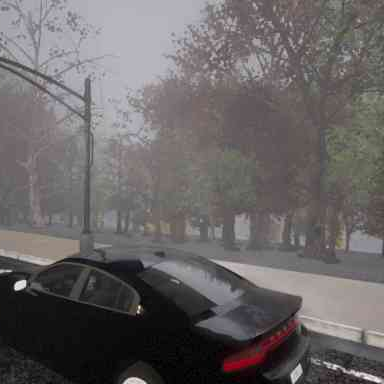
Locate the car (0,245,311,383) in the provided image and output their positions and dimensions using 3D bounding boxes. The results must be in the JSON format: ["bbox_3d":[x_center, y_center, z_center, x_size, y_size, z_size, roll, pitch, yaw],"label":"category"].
[{"bbox_3d":[-1.046,1.477,4.488,5.008,1.535,1.882,0,0,36],"label":"car"}]
